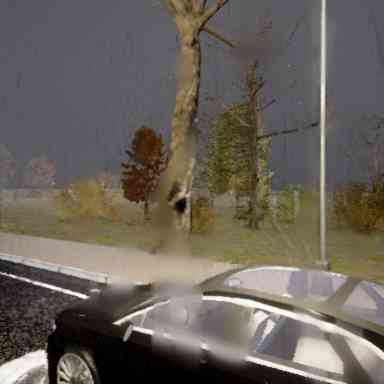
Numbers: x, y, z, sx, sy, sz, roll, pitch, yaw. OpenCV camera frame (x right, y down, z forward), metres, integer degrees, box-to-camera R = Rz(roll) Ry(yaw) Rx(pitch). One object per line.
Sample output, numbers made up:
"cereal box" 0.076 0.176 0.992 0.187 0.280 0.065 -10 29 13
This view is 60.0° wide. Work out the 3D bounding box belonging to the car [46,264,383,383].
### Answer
"car" 0.558 1.497 3.165 4.902 1.511 2.128 0 0 36
